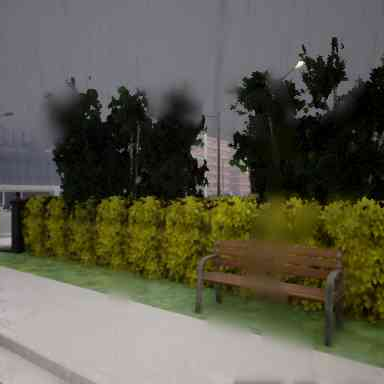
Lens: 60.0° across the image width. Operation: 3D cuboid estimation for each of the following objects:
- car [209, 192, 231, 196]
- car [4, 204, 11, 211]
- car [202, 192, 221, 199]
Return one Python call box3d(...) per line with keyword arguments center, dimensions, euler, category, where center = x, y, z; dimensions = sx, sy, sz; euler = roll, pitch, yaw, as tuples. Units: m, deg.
box3d(center=(6.164, 0.709, 68.205), dimensions=(2.128, 1.511, 4.902), euler=(0, 1, 35), category="car")
box3d(center=(-18.854, 1.498, 38.794), dimensions=(2.033, 1.411, 5.357), euler=(0, 0, 35), category="car")
box3d(center=(4.195, 0.725, 71.470), dimensions=(1.812, 1.442, 4.674), euler=(0, 1, 35), category="car")
